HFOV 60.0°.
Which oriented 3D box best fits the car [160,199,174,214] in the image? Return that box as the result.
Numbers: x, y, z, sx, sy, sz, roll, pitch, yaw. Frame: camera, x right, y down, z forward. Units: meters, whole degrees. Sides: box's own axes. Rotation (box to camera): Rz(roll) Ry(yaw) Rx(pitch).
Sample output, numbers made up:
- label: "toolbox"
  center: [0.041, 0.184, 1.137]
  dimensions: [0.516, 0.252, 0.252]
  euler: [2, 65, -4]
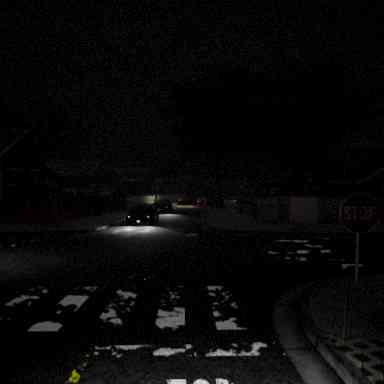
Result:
- label: "car"
  center: [-3.140, 1.536, 35.989]
  dimensions: [1.812, 1.442, 4.674]
  euler: [0, 0, 4]

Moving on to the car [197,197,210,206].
- label: "car"
  center: [2.035, 1.580, 56.279]
  dimensions: [1.812, 1.442, 4.674]
  euler: [0, 0, 10]

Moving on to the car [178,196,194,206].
- label: "car"
  center: [-0.966, 1.385, 55.629]
  dimensions: [2.097, 1.767, 4.553]
  euler: [0, 0, 10]

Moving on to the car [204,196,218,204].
- label: "car"
  center: [3.863, 1.598, 66.377]
  dimensions: [2.033, 1.411, 5.357]
  euler: [1, 0, 13]

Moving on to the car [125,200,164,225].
- label: "car"
  center: [-3.508, 1.547, 24.559]
  dimensions: [2.033, 1.411, 5.357]
  euler: [0, 0, 0]

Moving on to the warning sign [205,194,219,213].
- label: "warning sign"
  center: [2.070, 1.138, 33.912]
  dimensions: [1.300, 1.860, 1.060]
  euler: [3, 3, 3]
